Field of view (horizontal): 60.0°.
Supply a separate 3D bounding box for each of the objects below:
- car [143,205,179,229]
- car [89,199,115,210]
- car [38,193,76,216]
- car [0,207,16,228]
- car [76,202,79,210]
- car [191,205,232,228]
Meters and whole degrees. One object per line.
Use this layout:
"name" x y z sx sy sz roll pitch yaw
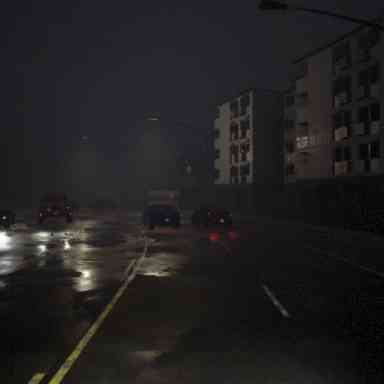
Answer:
"car" -2.221 1.606 23.018 1.882 1.535 5.008 0 0 -16
"car" -12.717 1.766 46.739 4.892 1.490 1.837 -1 -1 44
"car" -10.142 1.084 24.815 2.150 2.045 5.566 0 0 -22
"car" -13.412 1.733 22.915 1.895 1.301 4.718 0 0 -22
"car" -17.522 1.789 46.385 4.674 1.442 1.812 -1 -1 40
"car" 1.300 1.655 23.330 1.812 1.442 4.674 0 0 -15
